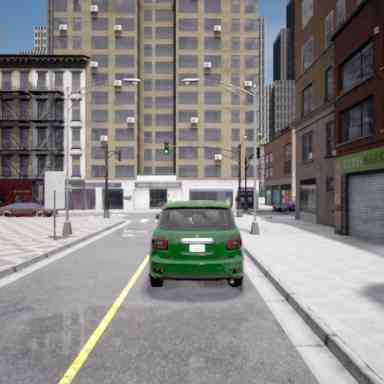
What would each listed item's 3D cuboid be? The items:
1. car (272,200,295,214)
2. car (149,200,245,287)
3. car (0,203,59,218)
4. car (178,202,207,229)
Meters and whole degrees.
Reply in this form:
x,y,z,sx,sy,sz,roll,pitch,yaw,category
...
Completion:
x,y,z,sx,sy,sz,roll,pitch,yaw,category
11.017,1.463,34.208,5.357,1.411,2.033,-1,0,-1,car
0.095,1.230,9.450,2.150,2.045,5.566,0,0,0,car
-15.228,1.677,30.691,5.357,1.411,2.033,0,0,3,car
-0.034,1.520,23.034,1.837,1.490,4.892,0,0,-2,car
